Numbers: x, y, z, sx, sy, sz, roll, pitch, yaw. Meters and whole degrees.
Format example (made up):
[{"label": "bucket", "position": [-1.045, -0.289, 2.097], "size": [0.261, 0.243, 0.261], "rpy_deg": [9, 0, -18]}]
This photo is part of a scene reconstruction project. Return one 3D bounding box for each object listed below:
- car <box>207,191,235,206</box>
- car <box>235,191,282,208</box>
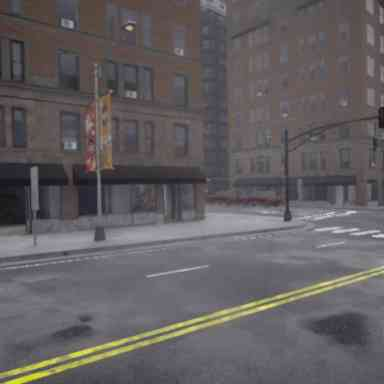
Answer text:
[{"label": "car", "position": [4.141, 0.742, 42.141], "size": [2.192, 1.841, 5.009], "rpy_deg": [-1, 1, -43]}, {"label": "car", "position": [7.926, 0.776, 38.139], "size": [2.192, 1.841, 5.009], "rpy_deg": [-1, 1, -43]}]
